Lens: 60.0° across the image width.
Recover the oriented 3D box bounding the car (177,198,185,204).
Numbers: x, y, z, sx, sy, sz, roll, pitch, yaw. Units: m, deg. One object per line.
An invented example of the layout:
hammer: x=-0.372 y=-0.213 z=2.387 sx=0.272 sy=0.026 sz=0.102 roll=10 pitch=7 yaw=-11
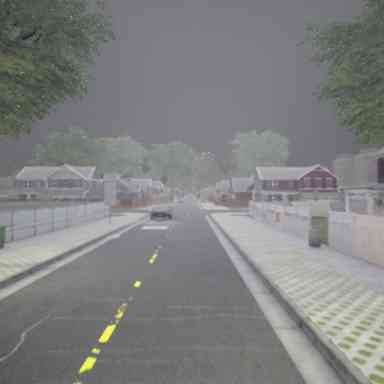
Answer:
car: x=-2.793 y=2.215 z=84.961 sx=2.097 sy=1.767 sz=4.553 roll=0 pitch=-1 yaw=0

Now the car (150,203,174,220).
car: x=-2.794 y=1.805 z=31.795 sx=1.882 sy=1.535 sz=5.008 roll=0 pitch=-1 yaw=0
